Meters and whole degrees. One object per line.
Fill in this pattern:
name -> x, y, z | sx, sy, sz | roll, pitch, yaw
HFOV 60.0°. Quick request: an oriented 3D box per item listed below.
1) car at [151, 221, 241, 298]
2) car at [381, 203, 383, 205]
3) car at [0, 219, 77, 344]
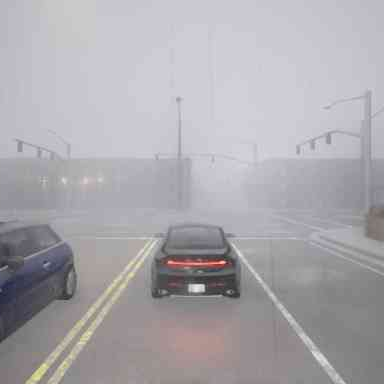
car -> 0.081, 1.505, 8.477 | 1.837, 1.490, 4.892 | 0, 0, 0
car -> 18.021, 1.525, 29.759 | 4.674, 1.442, 1.812 | 0, 0, -2
car -> -3.579, 1.352, 5.369 | 2.097, 1.767, 4.553 | 0, 0, 0
